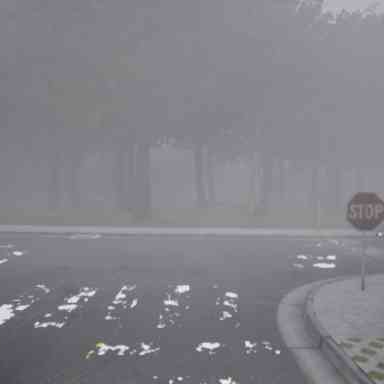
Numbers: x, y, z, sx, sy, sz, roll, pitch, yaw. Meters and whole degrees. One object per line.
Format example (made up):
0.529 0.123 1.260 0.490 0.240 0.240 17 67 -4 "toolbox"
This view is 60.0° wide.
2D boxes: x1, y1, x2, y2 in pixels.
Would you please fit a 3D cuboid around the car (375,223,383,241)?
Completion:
10.324 1.528 13.951 4.892 1.490 1.837 0 1 0 "car"
